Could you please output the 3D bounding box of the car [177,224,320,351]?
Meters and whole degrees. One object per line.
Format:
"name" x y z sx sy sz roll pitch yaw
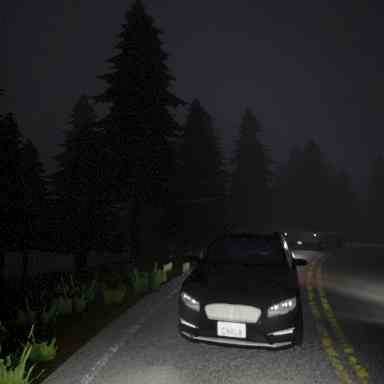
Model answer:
"car" 1.139 1.562 6.640 2.128 1.511 4.902 -1 -2 15

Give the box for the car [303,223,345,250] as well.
"car" 6.631 2.323 17.884 1.895 1.301 4.718 -3 -6 39

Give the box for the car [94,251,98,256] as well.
"car" -20.224 13.652 73.019 4.181 1.381 1.994 -2 -5 31
